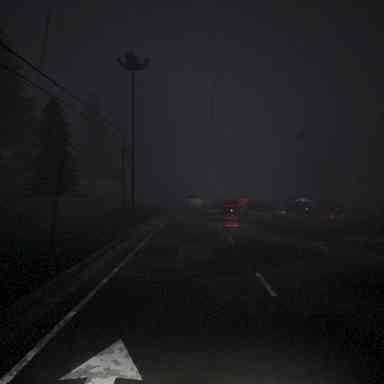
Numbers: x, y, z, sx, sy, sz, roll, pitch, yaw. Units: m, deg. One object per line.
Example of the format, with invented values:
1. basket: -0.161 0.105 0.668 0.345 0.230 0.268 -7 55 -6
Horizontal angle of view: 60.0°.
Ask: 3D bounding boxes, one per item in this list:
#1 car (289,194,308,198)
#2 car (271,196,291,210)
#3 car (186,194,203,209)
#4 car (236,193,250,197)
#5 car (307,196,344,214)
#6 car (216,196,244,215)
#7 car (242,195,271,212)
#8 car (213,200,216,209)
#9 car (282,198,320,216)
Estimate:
1. car: 14.342 1.221 45.555 2.150 2.045 5.566 0 0 0
2. car: 10.819 1.547 43.270 2.033 1.411 5.357 0 0 0
3. car: 0.344 1.221 44.654 2.150 2.045 5.566 0 0 1
4. car: 7.352 1.221 48.317 2.150 2.045 5.566 0 0 1
5. car: 14.295 1.492 35.307 2.128 1.511 4.902 0 0 0
6. car: 3.787 1.505 34.053 1.837 1.490 4.892 0 0 0
7. car: 7.313 1.478 38.305 1.882 1.535 5.008 0 0 1
8. car: 3.824 1.547 44.433 2.033 1.411 5.357 0 0 1
9. car: 10.783 1.564 33.181 1.994 1.385 4.181 0 0 0
